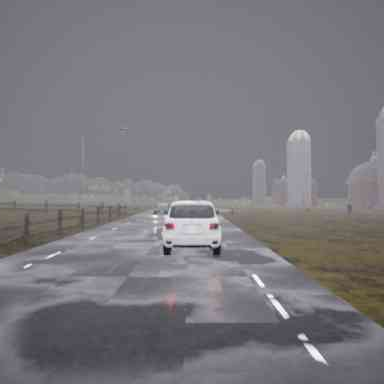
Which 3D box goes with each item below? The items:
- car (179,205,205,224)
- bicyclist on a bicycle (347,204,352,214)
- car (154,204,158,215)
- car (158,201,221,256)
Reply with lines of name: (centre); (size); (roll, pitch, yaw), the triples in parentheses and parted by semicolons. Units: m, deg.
car: (0.001, 1.876, 29.026); (2.033, 1.411, 5.357); (0, -1, 0)
bicyclist on a bicycle: (24.290, 2.601, 51.380); (0.582, 1.620, 1.656); (1, -1, 0)
car: (-3.504, 2.002, 40.378); (1.812, 1.442, 4.674); (0, -1, 0)
car: (0.001, 1.370, 14.045); (2.150, 2.045, 5.566); (0, -1, 0)
